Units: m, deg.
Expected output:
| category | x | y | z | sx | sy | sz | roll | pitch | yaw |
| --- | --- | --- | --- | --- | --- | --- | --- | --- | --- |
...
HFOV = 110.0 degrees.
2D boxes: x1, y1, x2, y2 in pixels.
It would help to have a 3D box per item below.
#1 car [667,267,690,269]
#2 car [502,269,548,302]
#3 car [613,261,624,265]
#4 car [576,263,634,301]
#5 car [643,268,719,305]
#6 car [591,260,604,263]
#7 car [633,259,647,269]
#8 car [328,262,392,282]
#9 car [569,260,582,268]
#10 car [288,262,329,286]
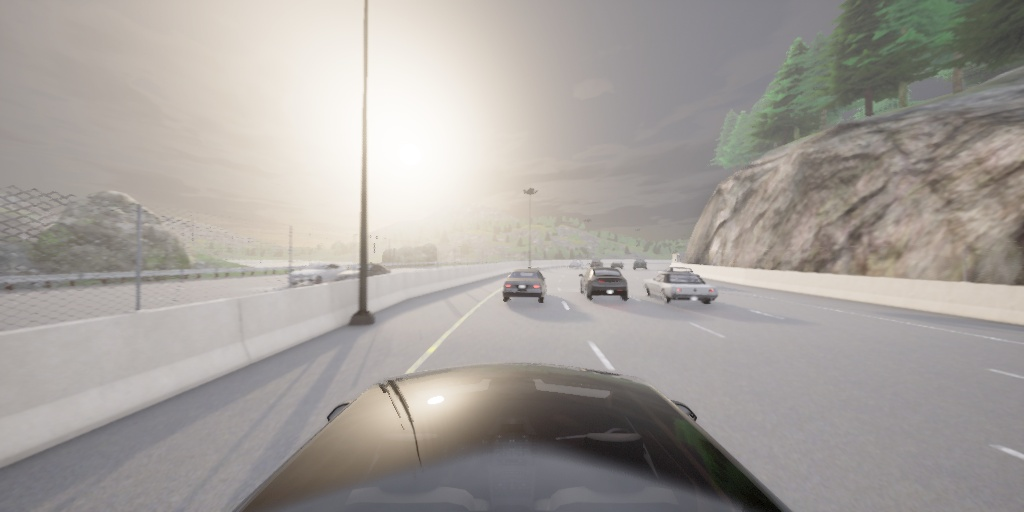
| category | x | y | z | sx | sy | sz | roll | pitch | yaw |
| --- | --- | --- | --- | --- | --- | --- | --- | --- | --- |
| car | 12.689 | 1.478 | 27.562 | 1.895 | 1.301 | 4.718 | 1 | 0 | 10 |
| car | 0.684 | 1.304 | 17.199 | 2.033 | 1.411 | 5.357 | 1 | 0 | 6 |
| car | 18.185 | 1.532 | 61.602 | 1.895 | 1.301 | 4.718 | 1 | 0 | 21 |
| car | 4.500 | 1.300 | 18.004 | 1.837 | 1.490 | 4.892 | 0 | 0 | 6 |
| car | 7.579 | 1.427 | 16.689 | 1.895 | 1.301 | 4.718 | 1 | 0 | 6 |
| car | 14.765 | 1.402 | 62.273 | 1.837 | 1.490 | 4.892 | 0 | 0 | 21 |
| car | 21.639 | 1.318 | 60.539 | 2.097 | 1.767 | 4.553 | 1 | 0 | 21 |
| car | -9.330 | 1.182 | 22.988 | 1.812 | 1.442 | 4.674 | 1 | 0 | 7 |
| car | 11.287 | 1.388 | 62.831 | 1.812 | 1.442 | 4.674 | 0 | 0 | 21 |
| car | -12.730 | 1.148 | 24.031 | 1.812 | 1.442 | 4.674 | 1 | 0 | 7 |
